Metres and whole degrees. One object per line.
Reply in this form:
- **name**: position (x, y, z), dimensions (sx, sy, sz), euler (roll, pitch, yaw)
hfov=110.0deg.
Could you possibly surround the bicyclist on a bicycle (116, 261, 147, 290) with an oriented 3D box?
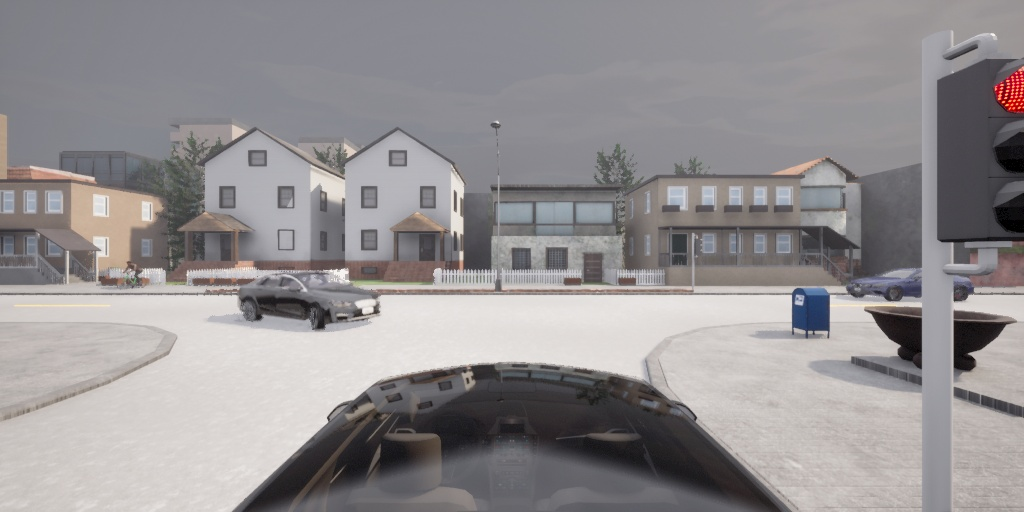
- **bicyclist on a bicycle**: position (-21.875, 1.099, 20.647), dimensions (0.582, 1.620, 1.656), euler (0, 0, 0)

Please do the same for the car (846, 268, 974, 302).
- **car**: position (18.185, 1.276, 16.451), dimensions (4.674, 1.442, 1.812), euler (0, 0, 0)

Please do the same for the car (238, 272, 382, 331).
- **car**: position (-6.196, 1.241, 10.945), dimensions (4.902, 1.511, 2.128), euler (0, 0, 25)
